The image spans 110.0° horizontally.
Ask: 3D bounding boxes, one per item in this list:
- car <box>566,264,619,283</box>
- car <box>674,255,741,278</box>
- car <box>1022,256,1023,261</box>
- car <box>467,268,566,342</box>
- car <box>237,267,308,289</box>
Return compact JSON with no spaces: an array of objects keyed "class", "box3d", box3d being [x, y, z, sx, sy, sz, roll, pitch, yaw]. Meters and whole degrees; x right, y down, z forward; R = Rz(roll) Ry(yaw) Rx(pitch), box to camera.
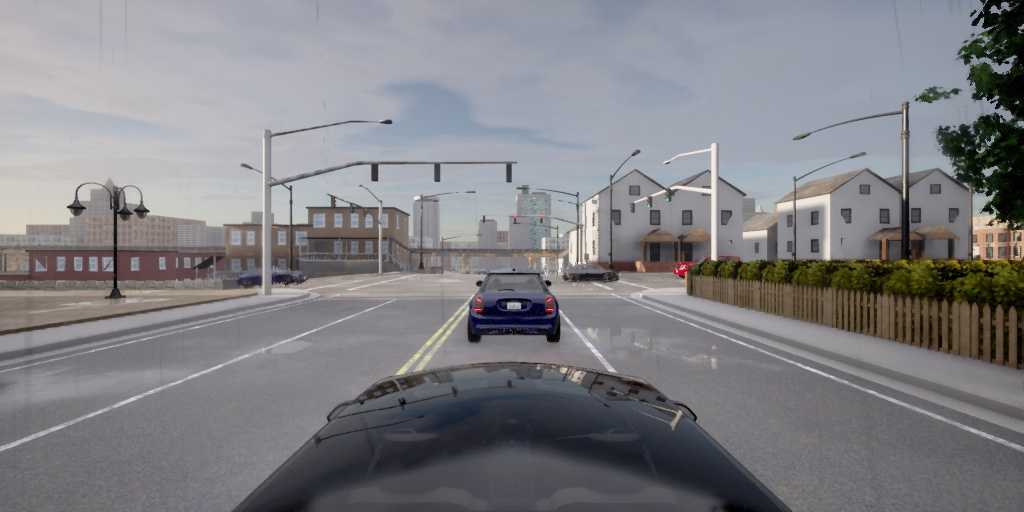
[{"class":"car","box3d":[5.927,1.314,27.144,4.181,1.385,1.994,0,0,-1]},{"class":"car","box3d":[17.029,0.971,31.031,5.566,2.045,2.150,0,0,-1]},{"class":"car","box3d":[42.772,0.971,27.757,5.566,2.045,2.150,0,0,-1]},{"class":"car","box3d":[0.051,1.102,9.905,2.097,1.767,4.553,0,0,0]},{"class":"car","box3d":[-17.826,1.579,26.758,4.674,1.442,1.812,-5,0,-1]}]
